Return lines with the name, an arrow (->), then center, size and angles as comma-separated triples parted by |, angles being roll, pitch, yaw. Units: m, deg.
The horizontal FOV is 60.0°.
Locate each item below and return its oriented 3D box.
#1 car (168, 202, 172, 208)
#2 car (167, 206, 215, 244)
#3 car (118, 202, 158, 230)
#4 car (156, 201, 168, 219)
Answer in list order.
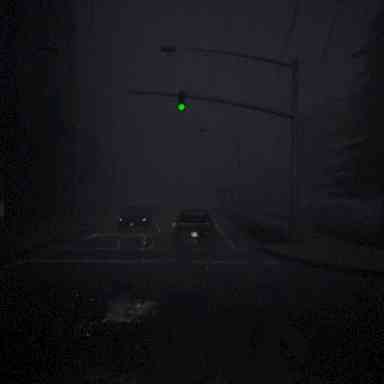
car -> -3.533, 1.777, 41.177 | 1.994, 1.385, 4.181 | 0, 0, 1
car -> 0.101, 1.585, 16.366 | 2.128, 1.511, 4.902 | 0, 0, 0
car -> -3.585, 1.639, 21.917 | 1.812, 1.442, 4.674 | 0, 0, -1
car -> -3.587, 1.639, 31.207 | 1.882, 1.535, 5.008 | 0, 0, 0
